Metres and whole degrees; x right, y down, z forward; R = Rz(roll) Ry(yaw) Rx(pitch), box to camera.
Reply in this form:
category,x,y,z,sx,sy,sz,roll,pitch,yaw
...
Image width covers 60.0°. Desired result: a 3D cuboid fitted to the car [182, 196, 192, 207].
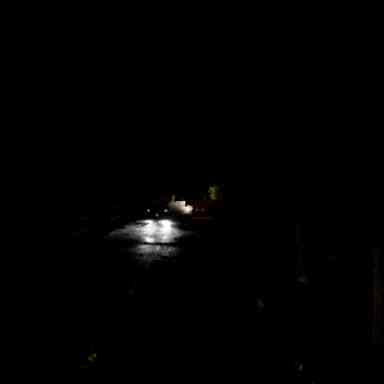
category,x,y,z,sx,sy,sz,roll,pitch,yaw
car,0.017,1.359,50.258,2.097,1.767,4.553,0,0,0

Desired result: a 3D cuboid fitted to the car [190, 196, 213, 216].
category,x,y,z,sx,sy,sz,roll,pitch,yaw
car,0.973,1.481,32.715,1.882,1.535,5.008,0,0,0

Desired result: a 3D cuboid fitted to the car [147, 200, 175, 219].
category,x,y,z,sx,sy,sz,roll,pitch,yaw
car,-2.838,1.603,29.355,1.895,1.301,4.718,0,0,0

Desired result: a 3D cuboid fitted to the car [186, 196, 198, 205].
category,x,y,z,sx,sy,sz,roll,pitch,yaw
car,0.020,1.502,61.305,2.128,1.511,4.902,0,0,0

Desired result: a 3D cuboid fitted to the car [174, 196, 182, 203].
category,x,y,z,sx,sy,sz,roll,pitch,yaw
car,-2.727,1.541,70.624,2.033,1.411,5.357,0,0,0
